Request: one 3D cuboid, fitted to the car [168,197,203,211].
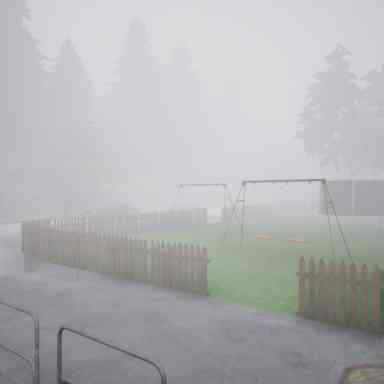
[{"bbox_3d":[-0.745,1.349,37.692,2.097,1.767,4.553,0,0,36],"label":"car"}]

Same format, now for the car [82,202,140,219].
[{"bbox_3d":[-6.895,1.545,29.062,2.033,1.411,5.357,0,0,35],"label":"car"}]
